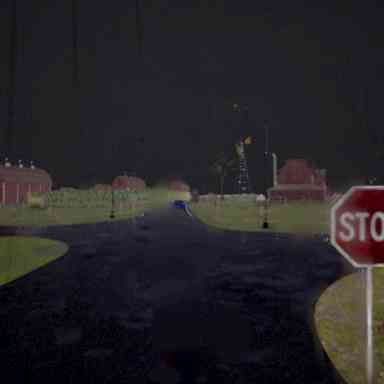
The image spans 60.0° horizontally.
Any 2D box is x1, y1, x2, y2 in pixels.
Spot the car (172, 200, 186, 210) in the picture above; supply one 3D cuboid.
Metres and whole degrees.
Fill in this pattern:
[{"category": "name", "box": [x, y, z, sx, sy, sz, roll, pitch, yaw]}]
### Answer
[{"category": "car", "box": [-2.071, 2.015, 52.889, 1.882, 1.535, 5.008, 0, -1, -2]}]
